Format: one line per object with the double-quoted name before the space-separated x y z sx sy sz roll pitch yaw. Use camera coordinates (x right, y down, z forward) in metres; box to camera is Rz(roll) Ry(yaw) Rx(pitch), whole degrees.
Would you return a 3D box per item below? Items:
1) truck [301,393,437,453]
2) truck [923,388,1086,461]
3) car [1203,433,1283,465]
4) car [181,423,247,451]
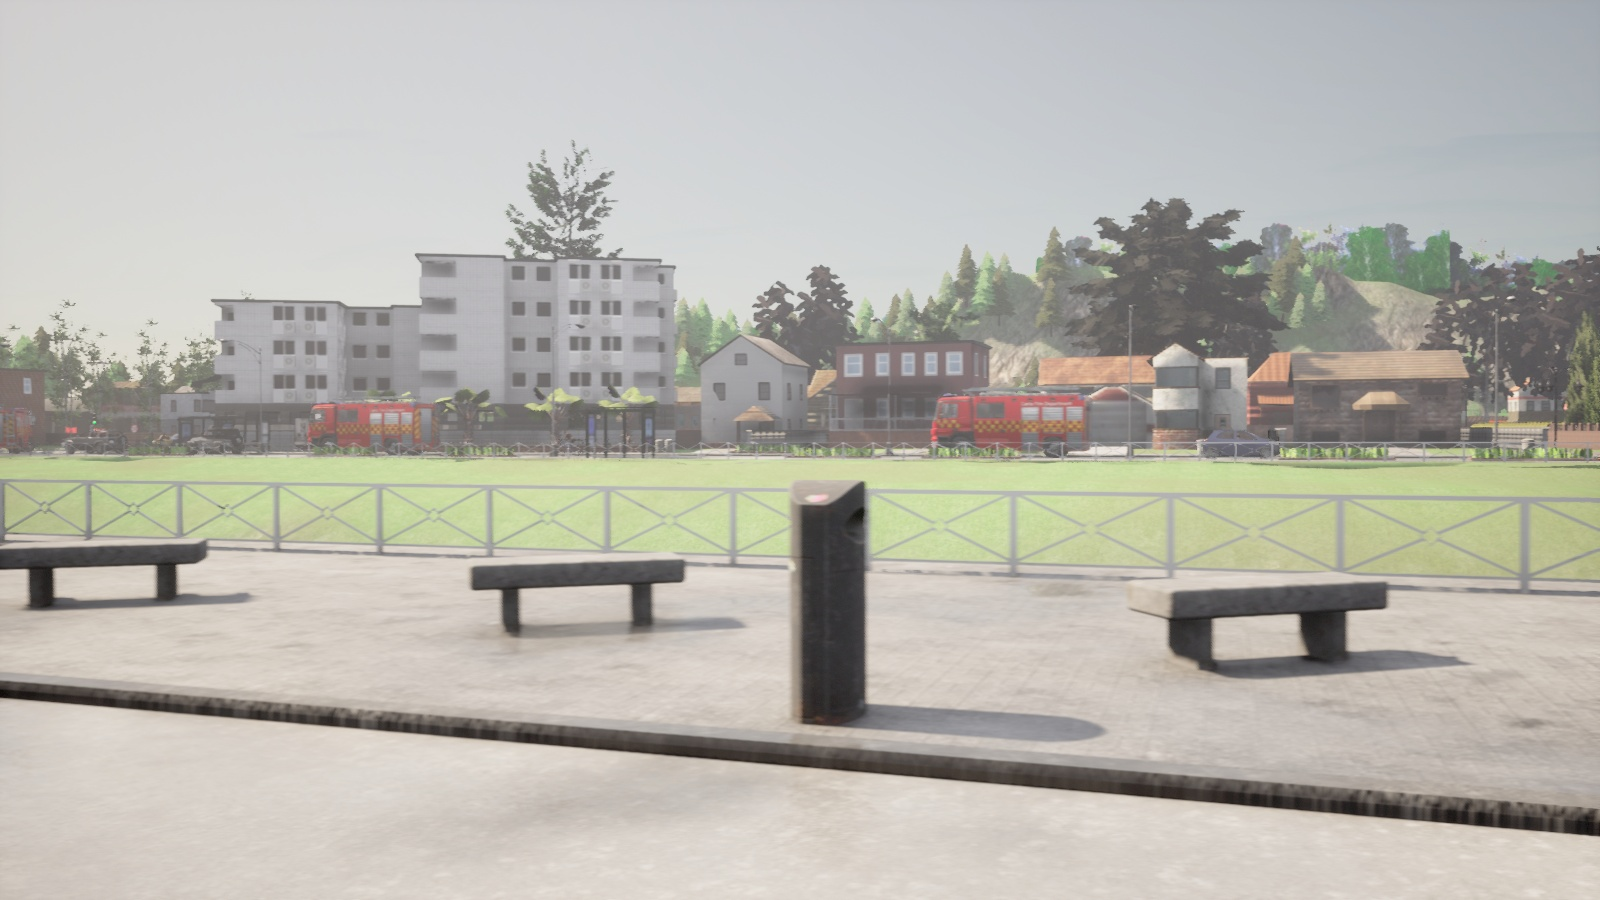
"truck" -28.324 -1.768 82.552 8.468 3.827 2.891 0 1 19
"truck" 11.256 -1.404 69.227 8.468 3.827 2.891 1 1 19
"car" 21.683 -0.063 61.513 3.633 1.501 1.845 1 1 19
"car" -40.431 -0.917 86.642 3.866 1.878 1.905 0 1 19
